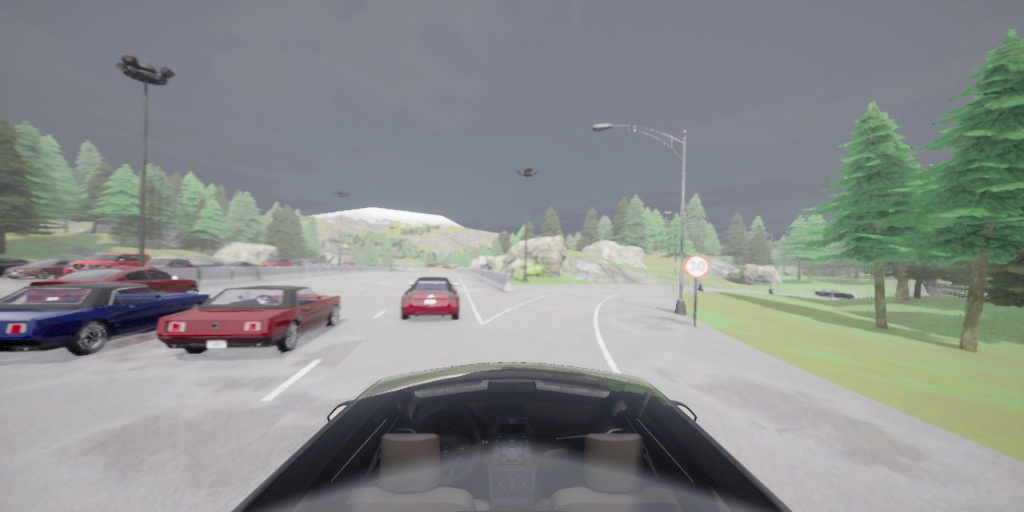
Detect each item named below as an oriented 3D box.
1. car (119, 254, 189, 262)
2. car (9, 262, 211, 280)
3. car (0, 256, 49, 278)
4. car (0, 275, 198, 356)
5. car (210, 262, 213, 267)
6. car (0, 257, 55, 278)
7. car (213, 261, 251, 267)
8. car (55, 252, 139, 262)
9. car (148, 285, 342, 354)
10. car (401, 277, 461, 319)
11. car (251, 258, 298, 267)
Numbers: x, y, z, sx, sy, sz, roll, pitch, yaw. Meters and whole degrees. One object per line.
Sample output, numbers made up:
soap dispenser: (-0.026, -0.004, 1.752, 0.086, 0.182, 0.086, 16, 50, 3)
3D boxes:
car: (-26.771, 0.970, 27.597, 2.097, 1.767, 4.553, 2, -1, -9)
car: (-13.460, 1.108, 12.638, 1.882, 1.535, 5.008, 2, -1, -10)
car: (-37.085, 0.800, 25.627, 1.882, 1.535, 5.008, 2, -1, -9)
car: (-9.129, 1.247, 8.047, 1.895, 1.301, 4.718, 1, -1, -10)
car: (-36.491, 1.381, 43.779, 2.033, 1.411, 5.357, 1, -2, -9)
car: (-33.651, 0.947, 26.289, 1.812, 1.442, 4.674, 2, -1, -9)
car: (-32.838, 1.389, 42.966, 1.837, 1.490, 4.892, 1, -2, -9)
car: (-30.269, 0.751, 27.322, 2.150, 2.045, 5.566, 2, -2, -9)
car: (-5.678, 1.340, 8.643, 1.895, 1.301, 4.718, 2, -1, -10)
car: (-2.966, 1.466, 13.523, 1.994, 1.385, 4.181, 1, -1, -10)
car: (-29.596, 1.223, 44.877, 2.150, 2.045, 5.566, 1, -1, -9)
